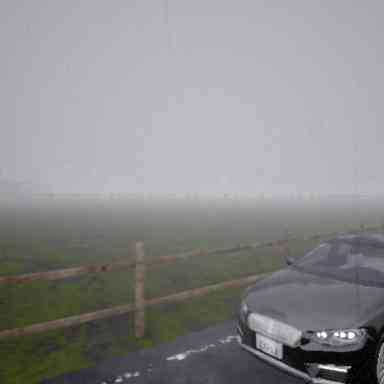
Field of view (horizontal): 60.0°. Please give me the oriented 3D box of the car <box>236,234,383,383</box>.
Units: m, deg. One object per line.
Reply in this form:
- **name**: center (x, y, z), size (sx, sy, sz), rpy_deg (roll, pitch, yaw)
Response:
- **car**: center (2.814, 1.492, 5.301), size (4.902, 1.511, 2.128), rpy_deg (0, 0, -38)
